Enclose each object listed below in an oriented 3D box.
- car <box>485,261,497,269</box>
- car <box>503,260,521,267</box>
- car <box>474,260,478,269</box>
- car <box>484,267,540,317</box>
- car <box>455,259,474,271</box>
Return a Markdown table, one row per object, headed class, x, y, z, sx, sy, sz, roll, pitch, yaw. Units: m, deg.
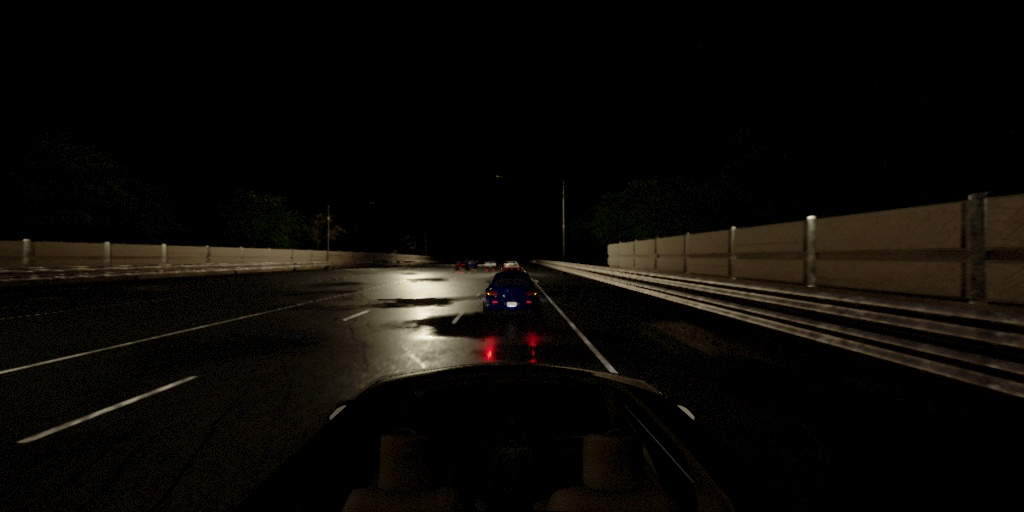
| class | x | y | z | sx | sy | sz | roll | pitch | yaw |
| --- | --- | --- | --- | --- | --- | --- | --- | --- | --- |
| car | -3.471 | 1.482 | 60.439 | 1.895 | 1.301 | 4.718 | 0 | 0 | 1 |
| car | -0.007 | 1.397 | 37.941 | 1.895 | 1.301 | 4.718 | 0 | 0 | 0 |
| car | -6.974 | 1.253 | 60.361 | 2.097 | 1.767 | 4.553 | 0 | 0 | 1 |
| car | -0.002 | 1.285 | 13.020 | 1.812 | 1.442 | 4.674 | 0 | 0 | 0 |
| car | -7.011 | 1.369 | 51.218 | 1.837 | 1.490 | 4.892 | 0 | 0 | 0 |
